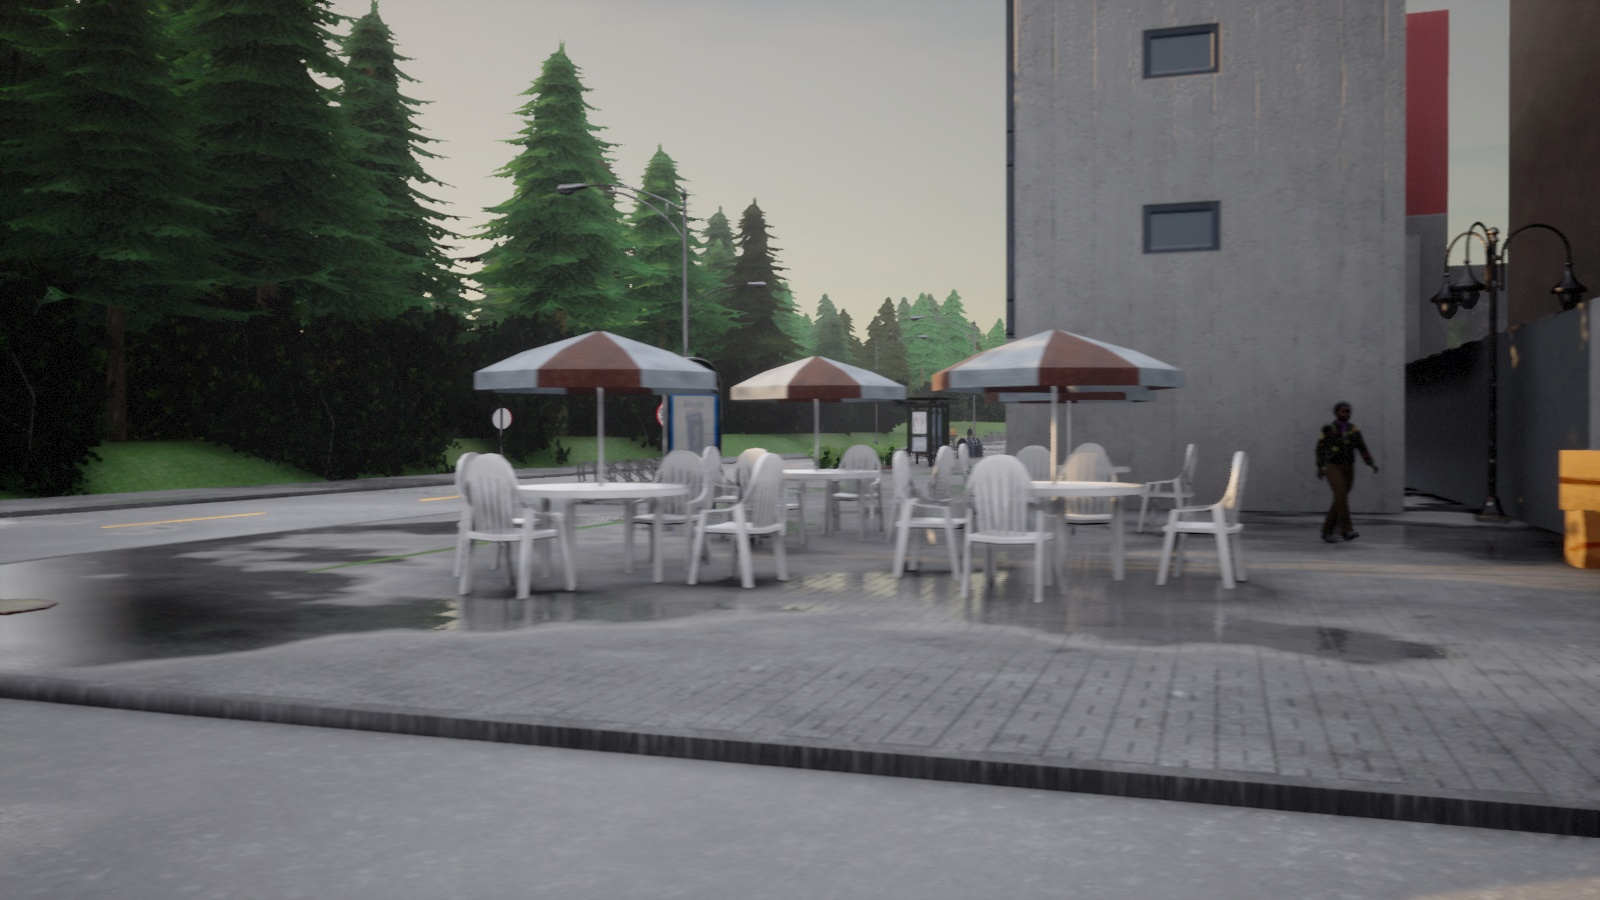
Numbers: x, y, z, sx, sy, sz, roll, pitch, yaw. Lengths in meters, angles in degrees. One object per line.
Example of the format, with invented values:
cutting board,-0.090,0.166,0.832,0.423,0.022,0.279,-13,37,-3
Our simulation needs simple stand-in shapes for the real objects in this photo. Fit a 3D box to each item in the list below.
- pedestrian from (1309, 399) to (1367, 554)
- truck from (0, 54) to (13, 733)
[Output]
pedestrian,6.827,0.327,15.954,0.395,1.930,0.692,0,1,-3
truck,-8.226,-0.300,7.129,7.936,3.462,2.891,1,1,29
